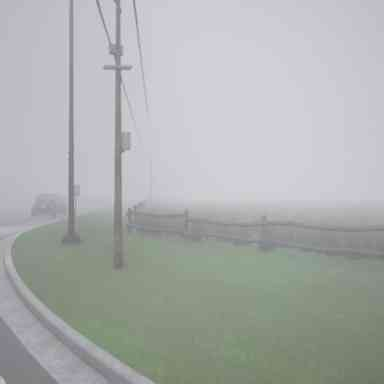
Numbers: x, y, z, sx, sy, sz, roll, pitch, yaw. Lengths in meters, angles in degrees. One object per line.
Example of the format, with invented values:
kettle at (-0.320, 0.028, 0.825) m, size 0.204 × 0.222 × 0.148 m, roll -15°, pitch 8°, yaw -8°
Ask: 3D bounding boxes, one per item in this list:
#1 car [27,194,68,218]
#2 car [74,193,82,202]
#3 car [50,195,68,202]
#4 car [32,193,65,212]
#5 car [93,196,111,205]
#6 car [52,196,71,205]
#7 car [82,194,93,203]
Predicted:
car at (-13.016, 1.347, 30.619) m, size 2.097 × 1.767 × 4.553 m, roll 0°, pitch 0°, yaw -6°
car at (-24.020, 1.048, 69.291) m, size 2.150 × 2.045 × 5.566 m, roll 0°, pitch 0°, yaw -6°
car at (-27.500, 1.362, 68.915) m, size 2.033 × 1.411 × 5.357 m, roll 0°, pitch 0°, yaw -6°
car at (-17.604, 1.216, 41.097) m, size 2.150 × 2.045 × 5.566 m, roll 0°, pitch 0°, yaw -6°
car at (-15.982, 1.540, 60.195) m, size 2.033 × 1.411 × 5.357 m, roll 0°, pitch 0°, yaw -6°
car at (-22.988, 1.496, 58.892) m, size 1.837 × 1.490 × 4.892 m, roll 0°, pitch 0°, yaw -6°
car at (-20.154, 1.496, 66.797) m, size 1.837 × 1.490 × 4.892 m, roll 0°, pitch 0°, yaw -6°
